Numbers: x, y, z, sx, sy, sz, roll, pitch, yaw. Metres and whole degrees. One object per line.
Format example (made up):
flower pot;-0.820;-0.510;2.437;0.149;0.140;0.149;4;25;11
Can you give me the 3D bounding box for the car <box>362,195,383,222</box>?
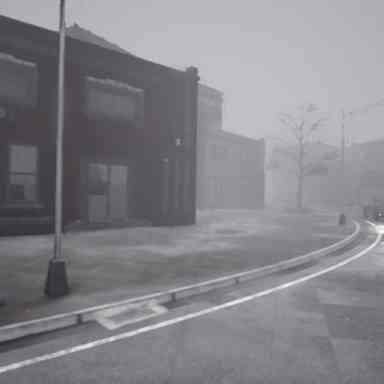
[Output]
car;15.343;1.239;26.654;2.150;2.045;5.566;1;0;15
